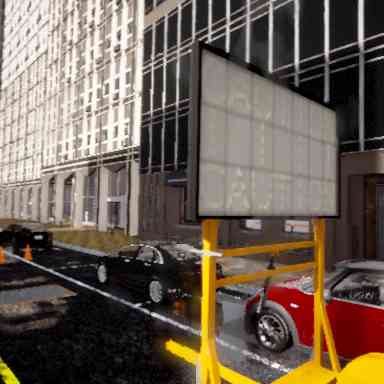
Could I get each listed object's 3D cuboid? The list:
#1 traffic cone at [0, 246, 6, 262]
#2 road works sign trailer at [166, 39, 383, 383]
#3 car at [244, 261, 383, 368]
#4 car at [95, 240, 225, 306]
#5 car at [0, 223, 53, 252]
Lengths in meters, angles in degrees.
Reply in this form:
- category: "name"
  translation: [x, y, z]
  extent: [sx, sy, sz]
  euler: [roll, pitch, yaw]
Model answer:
- category: "traffic cone"
  translation: [-7.632, 2.463, 13.306]
  extent: [0.340, 0.580, 0.340]
  euler: [4, -4, -43]
- category: "road works sign trailer"
  translation: [0.694, 0.661, 3.347]
  extent: [2.380, 3.560, 2.880]
  euler: [4, -4, -43]
- category: "car"
  translation: [2.754, 1.766, 5.003]
  extent: [1.967, 1.590, 4.097]
  euler: [4, -4, -43]
- category: "car"
  translation: [-1.084, 1.996, 9.144]
  extent: [2.008, 1.369, 4.403]
  euler: [4, -4, -43]
- category: "car"
  translation: [-8.752, 2.253, 17.436]
  extent: [1.947, 1.339, 4.313]
  euler: [4, -4, -43]
